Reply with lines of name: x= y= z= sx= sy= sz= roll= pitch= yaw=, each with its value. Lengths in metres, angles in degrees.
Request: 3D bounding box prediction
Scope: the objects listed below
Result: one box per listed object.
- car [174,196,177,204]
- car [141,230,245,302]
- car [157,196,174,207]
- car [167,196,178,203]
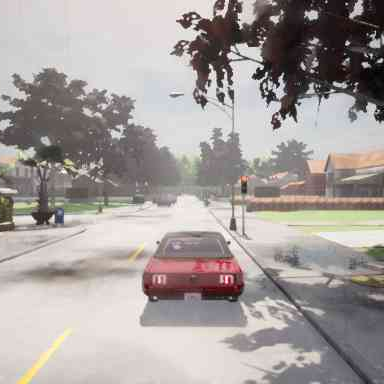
car: x=-4.175 y=1.564 z=60.817 sx=1.994 sy=1.385 sz=4.181 roll=0 pitch=0 yaw=0
car: x=0.037 y=1.601 z=8.202 sx=1.895 sy=1.301 sz=4.718 roll=0 pitch=0 yaw=0
car: x=-4.187 y=1.601 z=50.826 sx=1.895 sy=1.301 sz=4.718 roll=0 pitch=0 yaw=0
car: x=-4.127 y=1.540 z=71.179 sx=2.033 sy=1.411 sz=5.357 roll=0 pitch=0 yaw=0
